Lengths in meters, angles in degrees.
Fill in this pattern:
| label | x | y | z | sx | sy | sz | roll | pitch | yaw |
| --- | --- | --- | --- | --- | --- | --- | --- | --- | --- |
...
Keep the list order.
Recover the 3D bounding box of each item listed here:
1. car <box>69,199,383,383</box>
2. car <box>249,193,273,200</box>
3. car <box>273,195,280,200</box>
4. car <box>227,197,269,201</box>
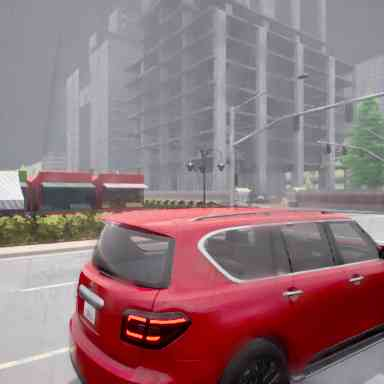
| label | x | y | z | sx | sy | sz | roll | pitch | yaw |
| --- | --- | --- | --- | --- | --- | --- | --- | --- | --- |
| car | 1.232 | 1.221 | 4.664 | 5.566 | 2.045 | 2.150 | 0 | 0 | -35 |
| car | 11.674 | 1.114 | 58.169 | 1.905 | 1.878 | 3.866 | 0 | 0 | -36 |
| car | 14.066 | 1.114 | 59.881 | 1.905 | 1.878 | 3.866 | 0 | 0 | -36 |
| car | 3.876 | 1.422 | 28.558 | 1.882 | 1.535 | 5.008 | 0 | 0 | -36 |
